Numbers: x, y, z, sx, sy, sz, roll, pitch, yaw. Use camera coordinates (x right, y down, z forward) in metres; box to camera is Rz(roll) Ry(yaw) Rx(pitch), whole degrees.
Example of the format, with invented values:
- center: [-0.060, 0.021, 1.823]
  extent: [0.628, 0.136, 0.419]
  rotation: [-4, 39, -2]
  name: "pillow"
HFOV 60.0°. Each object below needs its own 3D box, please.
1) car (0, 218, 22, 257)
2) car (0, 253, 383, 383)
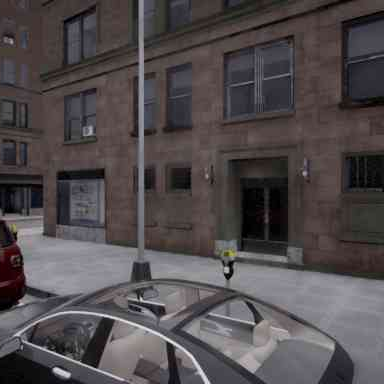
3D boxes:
- center: [-5.209, 1.315, 6.352]
  extent: [5.009, 1.841, 2.192]
  rotation: [0, 0, 34]
  name: "car"
- center: [-0.515, 1.551, 3.150]
  extent: [4.403, 1.369, 2.008]
  rotation: [0, 0, 34]
  name: "car"
